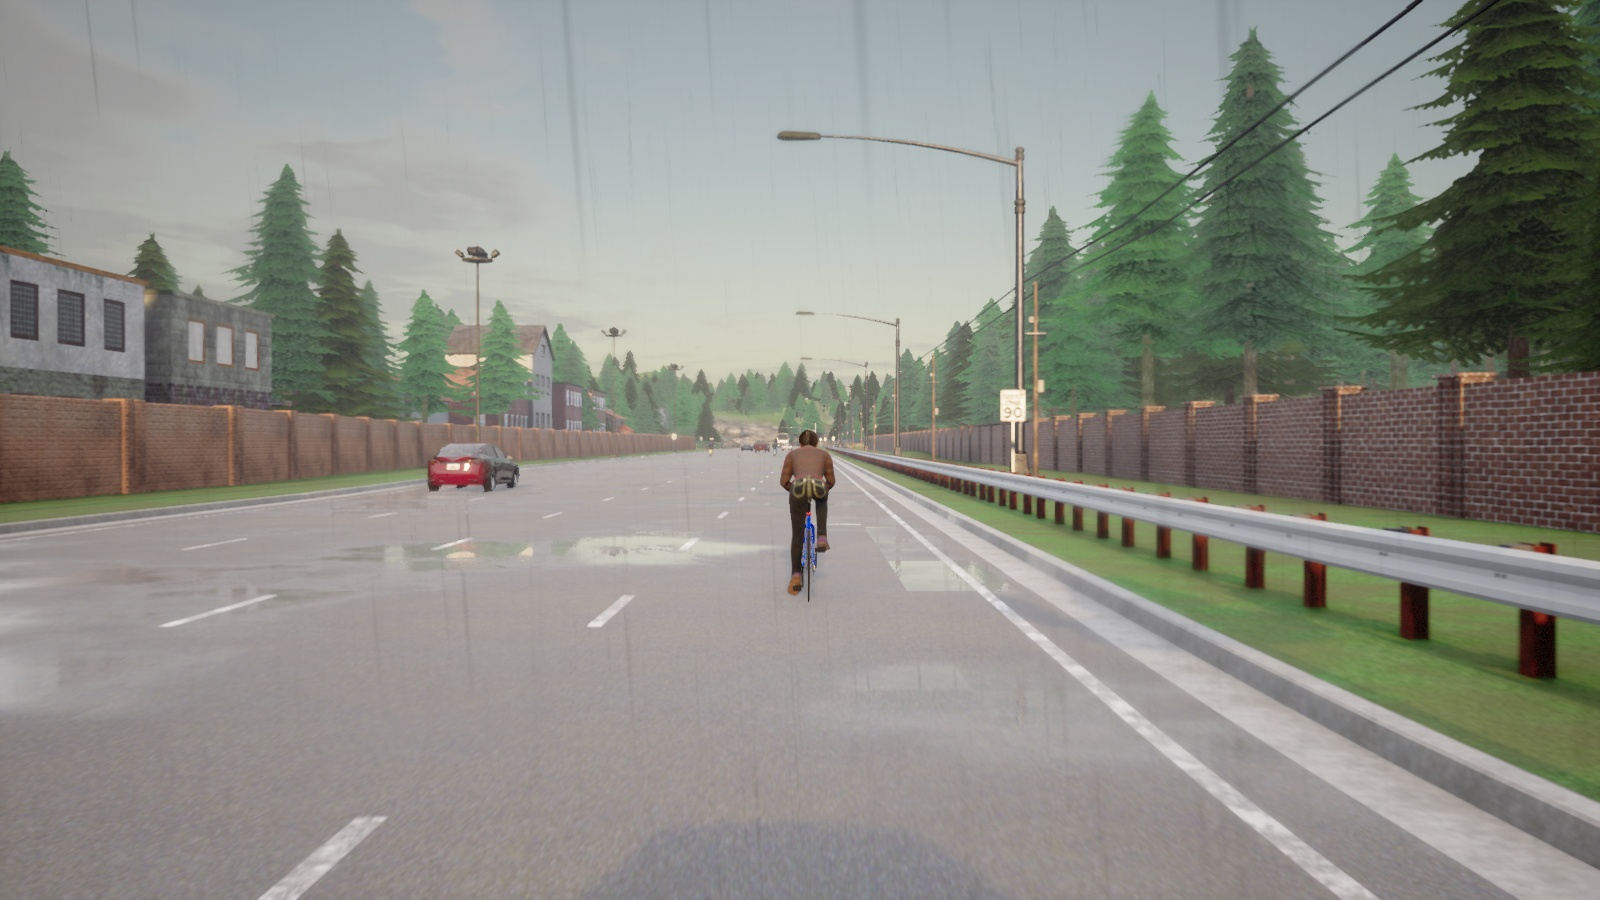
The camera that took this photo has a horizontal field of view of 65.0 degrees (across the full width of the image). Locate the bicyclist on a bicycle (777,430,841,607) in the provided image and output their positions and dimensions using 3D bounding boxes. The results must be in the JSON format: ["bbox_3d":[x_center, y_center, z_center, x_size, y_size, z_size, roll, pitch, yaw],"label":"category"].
[{"bbox_3d":[0.085,0.628,12.337,0.582,1.620,1.656,0,0,0],"label":"bicyclist on a bicycle"}]

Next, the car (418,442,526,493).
[{"bbox_3d":[-10.261,0.507,39.675,2.163,1.488,4.792,0,0,0],"label":"car"}]
